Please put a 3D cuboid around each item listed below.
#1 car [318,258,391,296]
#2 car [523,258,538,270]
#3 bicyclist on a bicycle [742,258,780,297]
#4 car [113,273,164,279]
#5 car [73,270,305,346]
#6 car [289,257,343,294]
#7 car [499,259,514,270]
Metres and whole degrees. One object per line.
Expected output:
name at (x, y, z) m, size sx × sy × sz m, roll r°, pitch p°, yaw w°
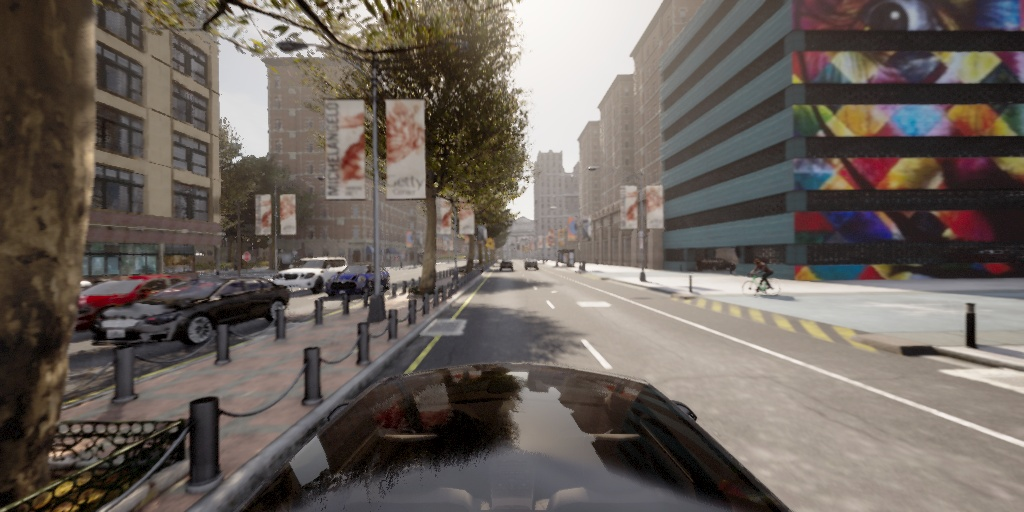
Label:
car at (-8.372, 1.187, 19.904) m, size 2.097 × 1.767 × 4.553 m, roll -1°, pitch 0°, yaw -1°
car at (2.718, 1.197, 51.911) m, size 1.837 × 1.490 × 4.892 m, roll -1°, pitch 0°, yaw -1°
bicyclist on a bicycle at (10.503, 0.924, 15.136) m, size 1.656 × 1.620 × 0.582 m, roll -1°, pitch 0°, yaw -1°
car at (-11.734, 1.356, 11.217) m, size 1.882 × 1.535 × 5.008 m, roll -1°, pitch 0°, yaw -1°
car at (-8.210, 1.330, 9.839) m, size 2.128 × 1.511 × 4.902 m, roll -1°, pitch 0°, yaw -1°
car at (-11.899, 1.095, 21.918) m, size 2.150 × 2.045 × 5.566 m, roll -1°, pitch 0°, yaw 0°
car at (-0.764, 1.237, 50.625) m, size 1.837 × 1.490 × 4.892 m, roll -1°, pitch 0°, yaw -1°
